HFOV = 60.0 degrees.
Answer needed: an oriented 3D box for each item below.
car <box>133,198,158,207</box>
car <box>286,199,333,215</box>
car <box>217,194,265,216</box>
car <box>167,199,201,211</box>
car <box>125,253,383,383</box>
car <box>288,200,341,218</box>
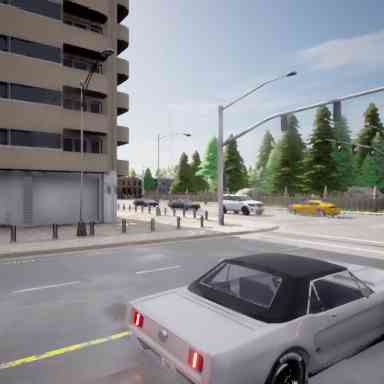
[{"bbox_3d":[-7.229,1.603,51.278,2.033,1.411,5.357,0,0,-36],"label":"car"},{"bbox_3d":[12.608,1.581,35.998,1.812,1.442,4.674,0,0,-36],"label":"car"},{"bbox_3d":[4.967,1.278,34.293,2.150,2.045,5.566,0,0,-36],"label":"car"},{"bbox_3d":[-1.098,1.603,42.721,2.033,1.411,5.357,0,0,-36],"label":"car"},{"bbox_3d":[1.567,1.601,4.897,4.718,1.301,1.895,0,0,-35],"label":"car"},{"bbox_3d":[11.489,1.534,31.561,1.882,1.535,5.008,0,0,-36],"label":"car"}]
